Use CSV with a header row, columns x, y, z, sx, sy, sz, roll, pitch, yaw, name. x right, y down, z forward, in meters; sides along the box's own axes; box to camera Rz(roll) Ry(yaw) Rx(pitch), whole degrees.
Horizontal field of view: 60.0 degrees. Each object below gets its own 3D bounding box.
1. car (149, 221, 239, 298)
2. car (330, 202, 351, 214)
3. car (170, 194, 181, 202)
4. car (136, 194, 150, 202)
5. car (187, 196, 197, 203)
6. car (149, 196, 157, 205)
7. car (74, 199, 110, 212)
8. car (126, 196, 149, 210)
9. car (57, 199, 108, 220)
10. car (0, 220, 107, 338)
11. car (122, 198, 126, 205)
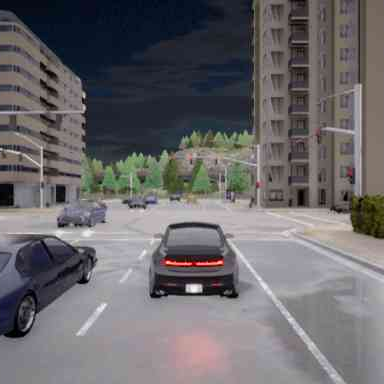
x,y,z,sx,sy,sz,roll,pitch,yaw,name
0.050,1.504,8.466,1.837,1.490,4.892,0,0,0,car
17.290,1.545,34.599,5.357,1.411,2.033,0,0,0,car
-3.618,1.188,72.924,2.097,1.767,4.553,0,0,0,car
-10.617,1.303,72.391,2.128,1.511,4.902,0,0,0,car
-0.031,1.472,70.020,1.882,1.535,5.008,0,0,0,car
-7.175,1.473,58.181,1.882,1.535,5.008,0,0,0,car
-11.876,1.561,39.705,1.994,1.385,4.181,0,0,19,car
-7.056,1.560,43.540,1.994,1.385,4.181,0,0,-4,car
-7.135,1.350,21.915,2.097,1.767,4.553,0,0,0,car
-3.460,1.547,6.537,2.033,1.411,5.357,0,0,0,car
-10.674,1.543,57.071,2.033,1.411,5.357,0,0,0,car
